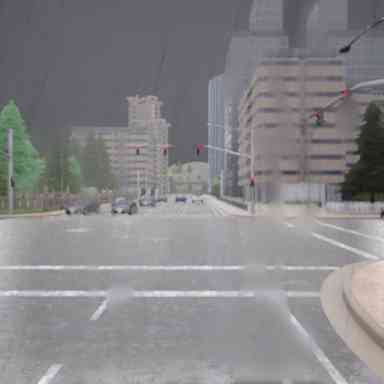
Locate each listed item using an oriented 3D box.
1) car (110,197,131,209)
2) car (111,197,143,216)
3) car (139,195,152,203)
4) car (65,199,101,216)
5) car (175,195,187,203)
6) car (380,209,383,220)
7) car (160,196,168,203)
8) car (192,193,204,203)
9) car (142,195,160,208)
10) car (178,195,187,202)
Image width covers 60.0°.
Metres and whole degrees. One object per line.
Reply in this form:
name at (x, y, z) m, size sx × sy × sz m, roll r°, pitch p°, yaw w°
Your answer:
car at (-9.685, 1.459, 45.643) m, size 1.812 × 1.442 × 4.674 m, roll 0°, pitch 0°, yaw 1°
car at (-6.353, 1.445, 31.681) m, size 2.128 × 1.511 × 4.902 m, roll 0°, pitch 0°, yaw 1°
car at (-9.356, 1.428, 67.118) m, size 1.812 × 1.442 × 4.674 m, roll 0°, pitch 0°, yaw 1°
car at (-10.279, 1.445, 31.742) m, size 2.128 × 1.511 × 4.902 m, roll 0°, pitch 0°, yaw 6°
car at (-2.336, 1.380, 67.651) m, size 1.882 × 1.535 × 5.008 m, roll 0°, pitch 0°, yaw 1°
car at (16.384, 1.317, 24.387) m, size 4.553 × 1.767 × 2.097 m, roll 0°, pitch 0°, yaw 1°
car at (-5.868, 1.452, 66.011) m, size 2.033 × 1.411 × 5.357 m, roll 0°, pitch 0°, yaw 1°
car at (1.160, 1.124, 67.294) m, size 2.150 × 2.045 × 5.566 m, roll 0°, pitch 0°, yaw 1°
car at (-6.169, 1.423, 46.780) m, size 2.128 × 1.511 × 4.902 m, roll 0°, pitch 0°, yaw 1°
car at (-2.227, 1.481, 77.051) m, size 1.895 × 1.301 × 4.718 m, roll 0°, pitch 0°, yaw 1°
